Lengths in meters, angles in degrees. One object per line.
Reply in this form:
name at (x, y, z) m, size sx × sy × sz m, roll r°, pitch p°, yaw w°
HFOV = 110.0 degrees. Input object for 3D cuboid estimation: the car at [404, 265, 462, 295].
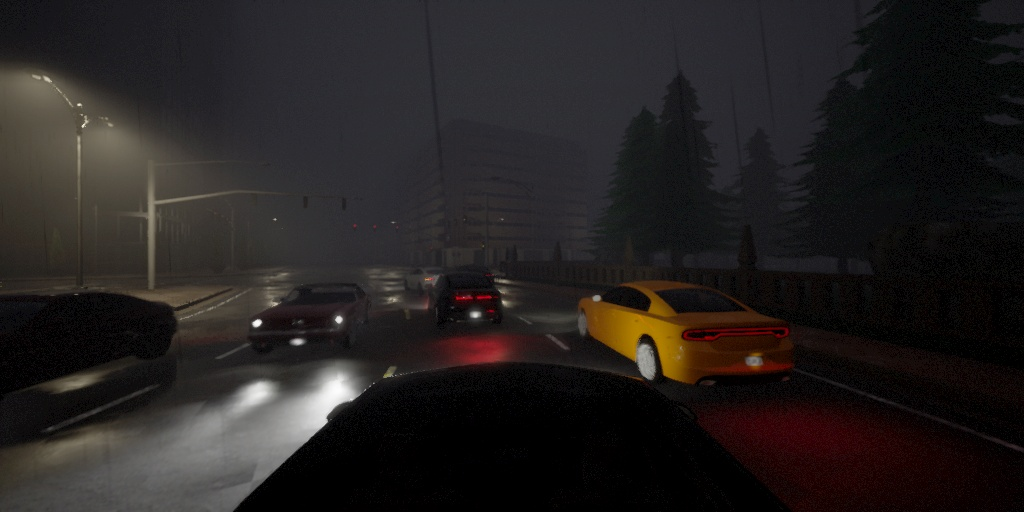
car at (-4.699, 1.327, 20.232) m, size 1.812 × 1.442 × 4.674 m, roll 0°, pitch 0°, yaw -30°

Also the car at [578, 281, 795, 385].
car at (2.829, 1.229, 7.142) m, size 1.882 × 1.535 × 5.008 m, roll 0°, pitch 0°, yaw -8°

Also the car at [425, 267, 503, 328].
car at (-1.642, 1.280, 11.600) m, size 1.837 × 1.490 × 4.892 m, roll 0°, pitch 0°, yaw -17°

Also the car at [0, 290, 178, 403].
car at (-7.642, 1.308, 5.660) m, size 1.812 × 1.442 × 4.674 m, roll 0°, pitch 0°, yaw -11°

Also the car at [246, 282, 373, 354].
car at (-4.777, 1.381, 9.158) m, size 1.895 × 1.301 × 4.718 m, roll 0°, pitch 0°, yaw -15°

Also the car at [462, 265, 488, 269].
car at (-2.700, 1.305, 22.778) m, size 1.837 × 1.490 × 4.892 m, roll 0°, pitch 0°, yaw -26°
